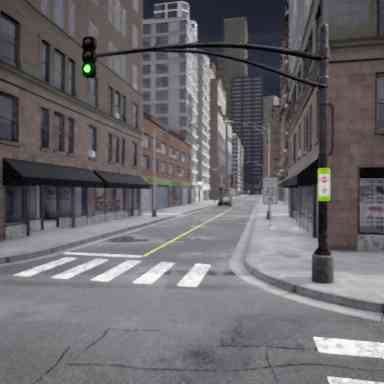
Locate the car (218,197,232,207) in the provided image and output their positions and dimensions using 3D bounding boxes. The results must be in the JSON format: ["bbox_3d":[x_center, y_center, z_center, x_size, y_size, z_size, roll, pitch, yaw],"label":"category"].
[{"bbox_3d":[5.123,1.458,51.165,1.882,1.535,5.008,0,0,12],"label":"car"}]
